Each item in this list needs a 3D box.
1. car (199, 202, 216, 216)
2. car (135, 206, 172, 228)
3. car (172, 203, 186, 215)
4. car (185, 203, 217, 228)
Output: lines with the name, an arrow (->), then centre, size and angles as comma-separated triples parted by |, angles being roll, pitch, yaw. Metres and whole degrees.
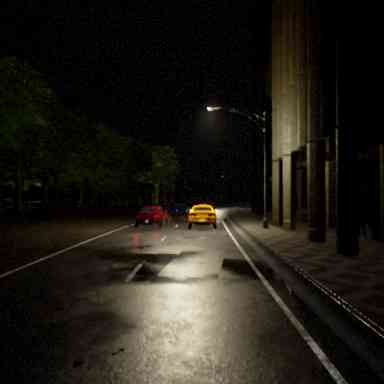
car -> 2.044, 2.099, 42.055 | 1.882, 1.535, 5.008 | 0, -2, 5
car -> -2.752, 1.712, 23.441 | 1.812, 1.442, 4.674 | 0, -1, 3
car -> -1.546, 2.066, 41.200 | 1.882, 1.535, 5.008 | 0, -2, 5
car -> 0.781, 1.675, 23.932 | 1.882, 1.535, 5.008 | 0, -1, 3
